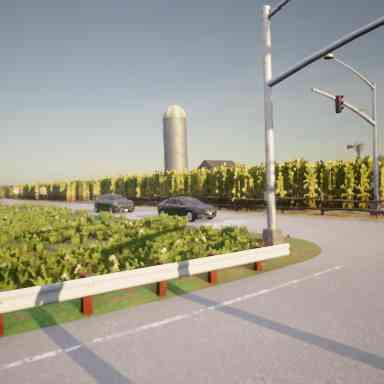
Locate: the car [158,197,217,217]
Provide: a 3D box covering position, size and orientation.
[{"bbox_3d":[-0.432,1.094,22.235,1.837,1.490,4.892,-3,2,-40],"label":"car"}]

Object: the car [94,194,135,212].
[{"bbox_3d":[-7.073,0.980,30.048,2.097,1.767,4.553,-3,2,-40],"label":"car"}]
